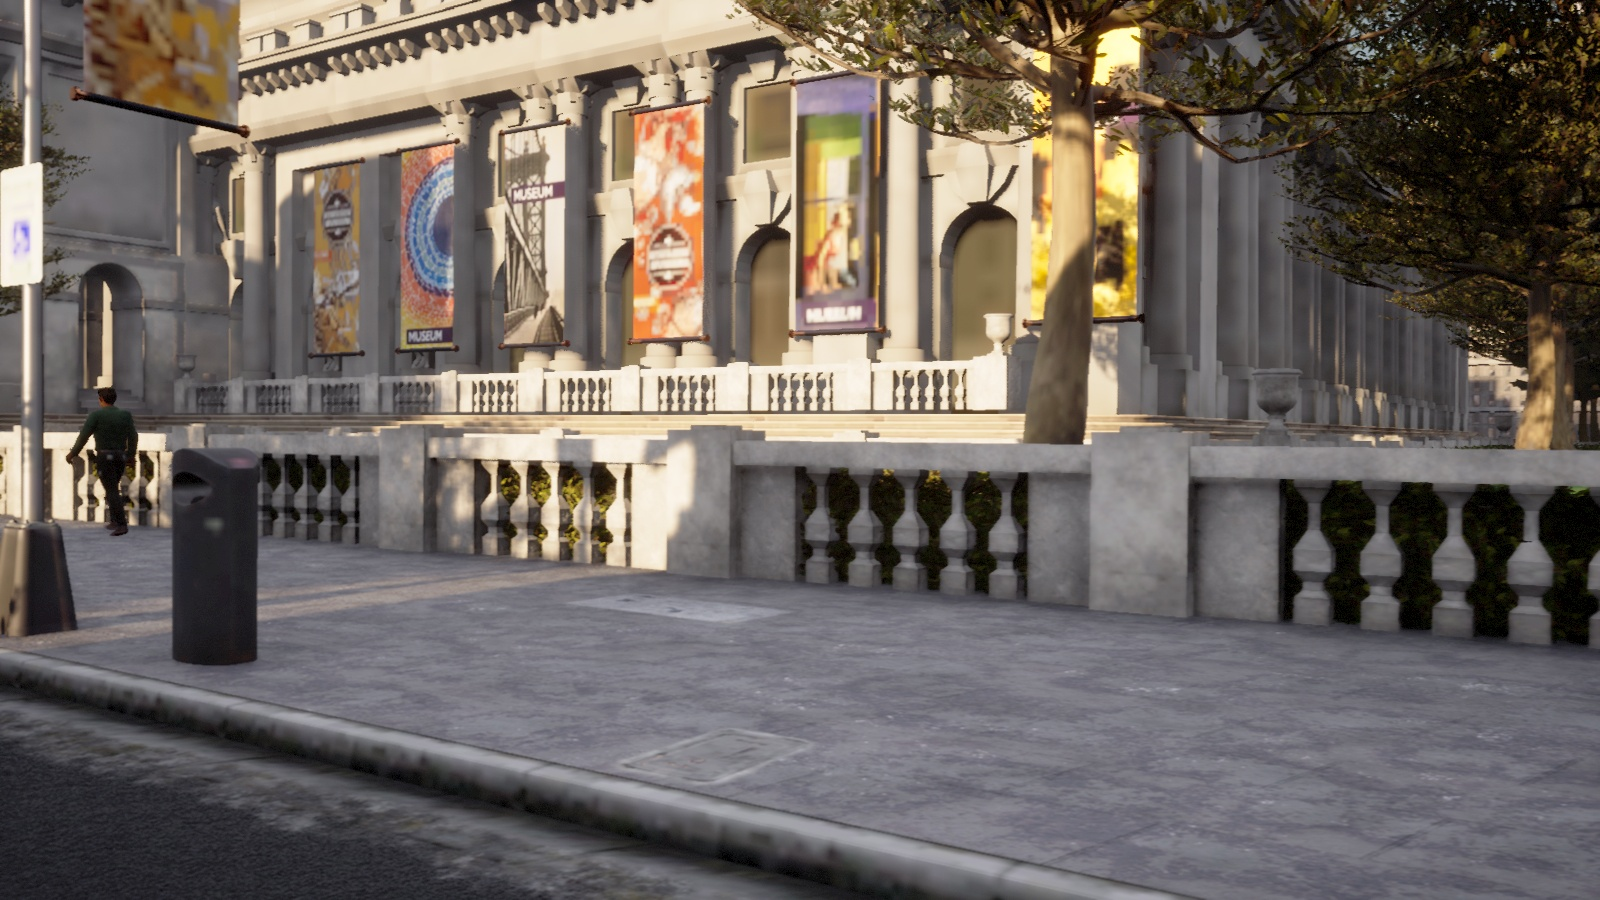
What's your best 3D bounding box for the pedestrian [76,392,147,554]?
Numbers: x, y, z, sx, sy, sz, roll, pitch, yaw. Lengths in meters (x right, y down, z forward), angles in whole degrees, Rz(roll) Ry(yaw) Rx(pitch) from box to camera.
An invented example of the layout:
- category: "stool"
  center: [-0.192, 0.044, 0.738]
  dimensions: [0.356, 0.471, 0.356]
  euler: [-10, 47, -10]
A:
- category: "pedestrian"
  center: [-8.493, 0.277, 15.493]
  dimensions: [0.788, 1.949, 0.423]
  euler: [0, 1, 34]
